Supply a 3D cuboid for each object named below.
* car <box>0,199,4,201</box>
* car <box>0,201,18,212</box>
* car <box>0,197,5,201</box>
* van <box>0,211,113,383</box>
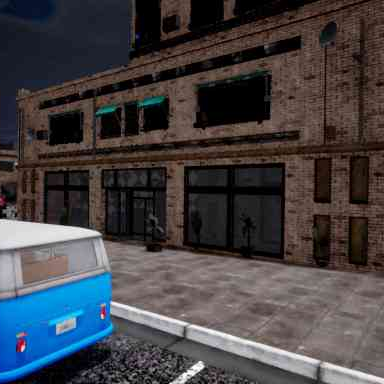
[{"bbox_3d":[-21.779,1.684,33.341,1.994,1.385,4.181,1,0,36],"label":"car"},{"bbox_3d":[-16.117,1.793,31.264,1.947,1.339,4.313,0,0,36],"label":"car"},{"bbox_3d":[-22.870,1.411,36.222,2.192,1.841,5.009,0,0,36],"label":"car"},{"bbox_3d":[-2.989,1.340,4.993,3.998,1.788,1.690,0,1,36],"label":"van"}]
